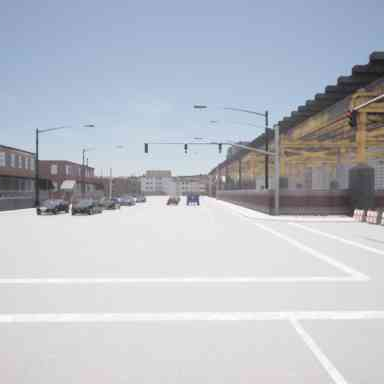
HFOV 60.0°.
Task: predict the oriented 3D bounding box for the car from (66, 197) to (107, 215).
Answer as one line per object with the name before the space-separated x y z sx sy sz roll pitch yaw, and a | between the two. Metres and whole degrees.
car | -10.551 1.486 33.666 1.882 1.535 5.008 0 0 2

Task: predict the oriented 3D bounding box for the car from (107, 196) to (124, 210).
car | -10.540 1.515 43.150 1.837 1.490 4.892 0 0 0

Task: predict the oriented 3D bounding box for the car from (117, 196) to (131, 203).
car | -13.918 1.502 68.551 1.837 1.490 4.892 0 0 0

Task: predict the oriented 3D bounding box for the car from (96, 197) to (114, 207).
car | -14.016 1.539 53.801 1.812 1.442 4.674 0 0 0

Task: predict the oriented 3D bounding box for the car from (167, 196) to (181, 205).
car | -3.339 1.540 58.341 1.812 1.442 4.674 0 0 0

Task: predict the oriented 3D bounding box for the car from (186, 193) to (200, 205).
car | 0.169 1.233 57.702 2.150 2.045 5.566 0 0 0

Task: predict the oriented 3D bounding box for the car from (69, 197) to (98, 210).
car | -14.038 1.502 43.223 2.128 1.511 4.902 0 0 0

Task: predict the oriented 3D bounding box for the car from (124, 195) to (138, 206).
car | -10.520 1.365 53.359 2.097 1.767 4.553 0 0 0

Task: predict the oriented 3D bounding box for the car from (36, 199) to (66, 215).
car | -14.051 1.500 33.858 2.128 1.511 4.902 0 0 0

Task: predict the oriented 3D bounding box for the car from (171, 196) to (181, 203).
car | -3.385 1.563 70.857 2.033 1.411 5.357 0 0 0

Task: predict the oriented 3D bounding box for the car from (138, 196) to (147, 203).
car | -10.420 1.574 68.227 1.837 1.490 4.892 0 0 0
